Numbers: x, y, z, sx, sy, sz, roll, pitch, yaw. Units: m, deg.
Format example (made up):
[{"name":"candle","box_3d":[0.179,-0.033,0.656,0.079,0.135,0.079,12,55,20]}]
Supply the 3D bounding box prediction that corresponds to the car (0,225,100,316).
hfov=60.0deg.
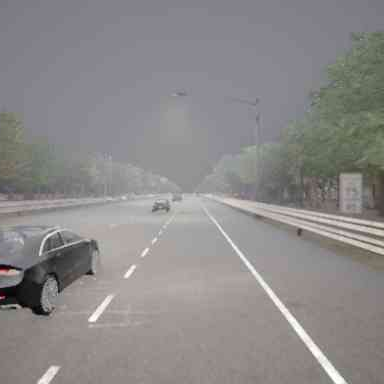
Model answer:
[{"name":"car","box_3d":[-3.503,1.494,7.492,2.128,1.511,4.902,0,0,0]}]

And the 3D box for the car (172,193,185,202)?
[{"name":"car","box_3d":[-3.429,1.295,78.285,2.150,2.045,5.566,0,0,0]}]

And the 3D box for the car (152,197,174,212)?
[{"name":"car","box_3d":[-3.507,1.542,39.001,1.812,1.442,4.674,0,0,0]}]
